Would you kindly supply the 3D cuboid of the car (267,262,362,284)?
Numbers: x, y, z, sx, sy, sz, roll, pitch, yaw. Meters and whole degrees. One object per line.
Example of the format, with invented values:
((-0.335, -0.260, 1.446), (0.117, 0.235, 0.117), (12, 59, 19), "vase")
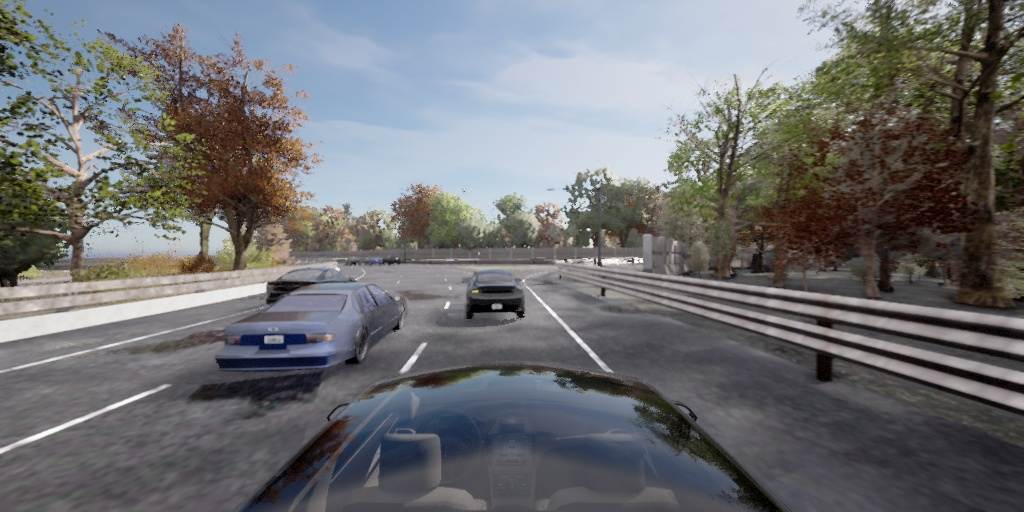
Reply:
((-7.950, 1.200, 14.672), (1.882, 1.535, 5.008), (0, 0, -7), "car")

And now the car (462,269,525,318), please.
((-0.690, 1.207, 12.789), (1.837, 1.490, 4.892), (0, 0, -6), "car")

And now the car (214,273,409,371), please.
((-3.731, 1.285, 7.871), (2.033, 1.411, 5.357), (0, 0, -4), "car")
